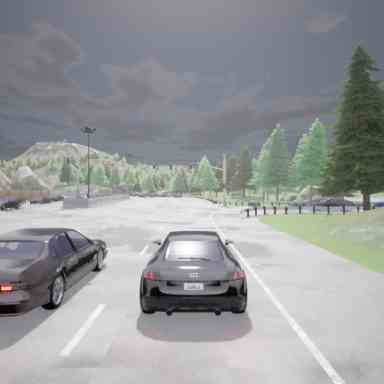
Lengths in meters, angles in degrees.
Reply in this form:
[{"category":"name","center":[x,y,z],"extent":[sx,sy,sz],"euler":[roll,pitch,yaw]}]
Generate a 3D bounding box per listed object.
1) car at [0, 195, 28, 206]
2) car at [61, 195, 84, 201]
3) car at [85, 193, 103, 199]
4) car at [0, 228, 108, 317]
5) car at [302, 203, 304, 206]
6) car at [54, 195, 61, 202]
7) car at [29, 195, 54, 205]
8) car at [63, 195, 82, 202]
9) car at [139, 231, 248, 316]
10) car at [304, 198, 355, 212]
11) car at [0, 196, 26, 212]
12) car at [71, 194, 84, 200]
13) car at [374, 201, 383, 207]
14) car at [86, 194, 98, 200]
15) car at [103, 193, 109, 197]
[{"category":"car","center":[-28.611,1.325,53.514],"extent":[2.128,1.511,4.902],"euler":[0,0,0]},{"category":"car","center":[-21.662,1.327,60.624],"extent":[1.812,1.442,4.674],"euler":[0,0,0]},{"category":"car","center":[-21.746,1.288,72.690],"extent":[2.033,1.411,5.357],"euler":[0,0,-1]},{"category":"car","center":[-3.474,1.547,7.754],"extent":[2.033,1.411,5.357],"euler":[0,0,0]},{"category":"car","center":[15.707,1.454,41.018],"extent":[4.181,1.385,1.994],"euler":[0,0,7]},{"category":"car","center":[-28.717,1.300,70.000],"extent":[2.033,1.411,5.357],"euler":[0,0,-1]},{"category":"car","center":[-25.123,1.391,54.935],"extent":[1.994,1.385,4.181],"euler":[0,0,0]},{"category":"car","center":[-25.221,1.298,70.421],"extent":[2.033,1.411,5.357],"euler":[0,0,-1]},{"category":"car","center":[0.026,1.563,7.606],"extent":[1.994,1.385,4.181],"euler":[0,0,0]},{"category":"car","center":[15.635,1.397,37.498],"extent":[4.902,1.511,2.128],"euler":[0,0,7]},{"category":"car","center":[-21.463,1.397,38.055],"extent":[2.128,1.511,4.902],"euler":[0,0,-1]},{"category":"car","center":[-29.033,1.290,84.629],"extent":[1.895,1.301,4.718],"euler":[0,0,-3]},{"category":"car","center":[24.454,1.374,39.608],"extent":[5.008,1.535,1.882],"euler":[0,0,12]},{"category":"car","center":[-25.605,1.215,85.523],"extent":[1.812,1.442,4.674],"euler":[0,0,-3]},{"category":"car","center":[-21.906,1.060,82.456],"extent":[2.097,1.767,4.553],"euler":[0,0,-1]}]
